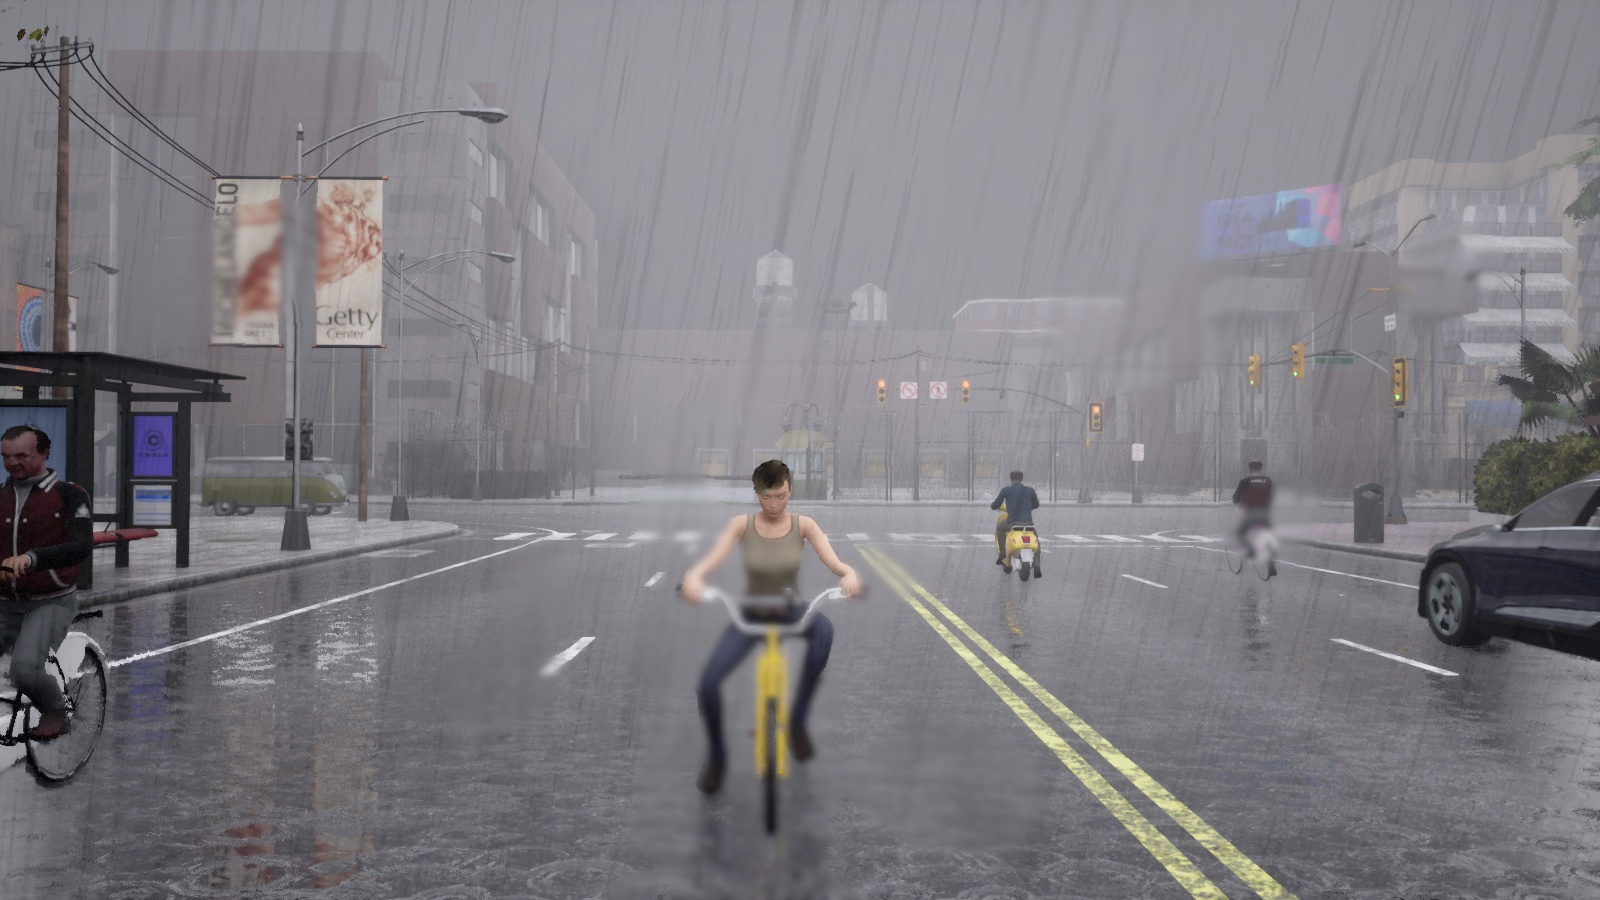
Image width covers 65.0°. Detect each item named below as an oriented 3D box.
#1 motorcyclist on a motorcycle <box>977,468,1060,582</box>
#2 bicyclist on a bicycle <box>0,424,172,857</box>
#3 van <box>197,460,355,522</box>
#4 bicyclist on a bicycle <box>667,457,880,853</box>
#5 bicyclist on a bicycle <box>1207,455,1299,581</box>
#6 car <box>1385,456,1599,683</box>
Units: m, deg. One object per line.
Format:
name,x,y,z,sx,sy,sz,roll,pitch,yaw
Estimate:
motorcyclist on a motorcycle,3.196,1.066,18.522,0.866,1.590,1.817,0,-1,-1
bicyclist on a bicycle,-3.621,0.795,5.670,0.659,1.776,1.843,0,-1,-1
van,-17.060,1.323,41.021,4.442,1.987,1.775,0,-1,0
bicyclist on a bicycle,-0.120,0.850,5.896,0.866,1.612,1.509,0,-1,-1
bicyclist on a bicycle,6.694,0.971,18.659,0.659,1.776,1.843,0,-1,-1
car,6.820,0.884,9.963,2.033,1.649,4.856,0,-1,-1
